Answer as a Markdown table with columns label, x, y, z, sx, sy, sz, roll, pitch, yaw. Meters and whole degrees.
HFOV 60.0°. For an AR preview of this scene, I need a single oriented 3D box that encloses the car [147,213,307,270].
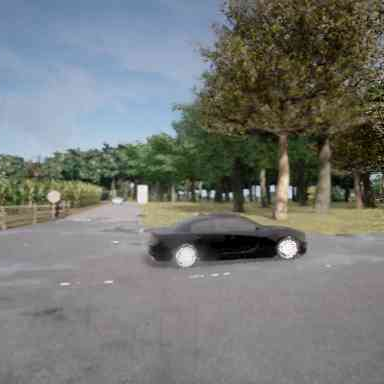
| label | x | y | z | sx | sy | sz | roll | pitch | yaw |
| --- | --- | --- | --- | --- | --- | --- | --- | --- | --- |
| car | 1.097 | 1.416 | 10.516 | 5.008 | 1.535 | 1.882 | -2 | -1 | -8 |

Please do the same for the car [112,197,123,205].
| label | x | y | z | sx | sy | sz | roll | pitch | yaw |
| --- | --- | --- | --- | --- | --- | --- | --- | --- | --- |
| car | -14.708 | 1.784 | 65.845 | 1.812 | 1.442 | 4.674 | 1 | -1 | -9 |
